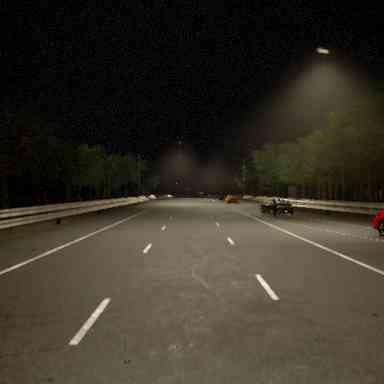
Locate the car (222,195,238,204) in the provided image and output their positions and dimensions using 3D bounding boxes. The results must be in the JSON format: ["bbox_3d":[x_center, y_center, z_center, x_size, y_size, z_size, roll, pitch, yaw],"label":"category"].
[{"bbox_3d":[7.009,1.364,59.063,1.882,1.535,5.008,0,0,0],"label":"car"}]

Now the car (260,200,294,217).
[{"bbox_3d":[7.716,1.440,30.563,2.128,1.511,4.902,0,0,-6],"label":"car"}]

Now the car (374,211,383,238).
[{"bbox_3d":[10.743,1.211,14.541,2.150,2.045,5.566,0,0,-15],"label":"car"}]

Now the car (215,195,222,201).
[{"bbox_3d":[7.060,1.400,76.722,1.837,1.490,4.892,0,0,0],"label":"car"}]
